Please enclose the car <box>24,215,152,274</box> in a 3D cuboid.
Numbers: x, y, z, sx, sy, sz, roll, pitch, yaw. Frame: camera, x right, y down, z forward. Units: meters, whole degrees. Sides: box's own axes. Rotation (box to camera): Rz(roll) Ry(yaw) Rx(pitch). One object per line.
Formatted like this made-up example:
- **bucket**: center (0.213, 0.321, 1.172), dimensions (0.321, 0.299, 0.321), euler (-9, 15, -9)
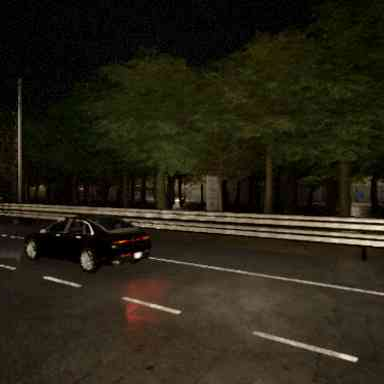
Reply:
- **car**: center (-3.479, 1.506, 10.652), dimensions (4.892, 1.490, 1.837), euler (0, 0, 35)
